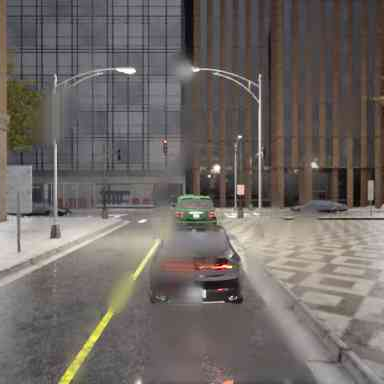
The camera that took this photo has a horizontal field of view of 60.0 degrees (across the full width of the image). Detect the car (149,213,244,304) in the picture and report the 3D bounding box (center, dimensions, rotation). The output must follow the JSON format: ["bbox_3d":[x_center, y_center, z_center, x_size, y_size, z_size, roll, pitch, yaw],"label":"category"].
[{"bbox_3d":[0.082,1.504,8.143,1.837,1.490,4.892,0,0,0],"label":"car"}]

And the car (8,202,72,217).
[{"bbox_3d":[-13.892,1.601,30.290,5.357,1.411,2.033,0,0,1],"label":"car"}]

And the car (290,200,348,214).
[{"bbox_3d":[12.734,1.487,33.514,5.357,1.411,2.033,0,0,0],"label":"car"}]

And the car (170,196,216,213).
[{"bbox_3d":[0.041,1.219,18.134,2.150,2.045,5.566,0,0,-3],"label":"car"}]
